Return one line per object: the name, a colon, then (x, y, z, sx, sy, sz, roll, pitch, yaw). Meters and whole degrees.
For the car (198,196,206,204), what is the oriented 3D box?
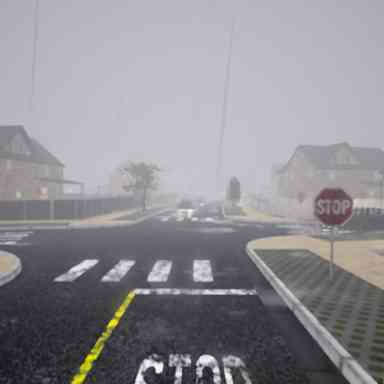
car: (1.423, 1.428, 61.532, 2.033, 1.411, 5.357, 0, 0, 8)

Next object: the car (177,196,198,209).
car: (-0.762, 1.478, 42.866, 1.994, 1.385, 4.181, 0, 0, 5)

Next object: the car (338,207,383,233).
car: (10.668, 1.626, 19.760, 5.357, 1.411, 2.033, 1, 0, -15)
